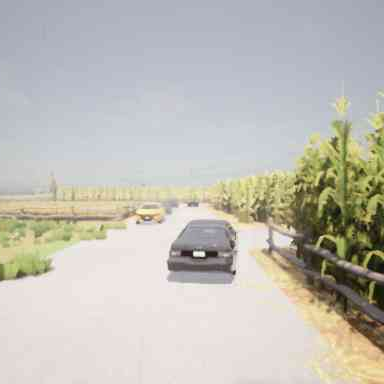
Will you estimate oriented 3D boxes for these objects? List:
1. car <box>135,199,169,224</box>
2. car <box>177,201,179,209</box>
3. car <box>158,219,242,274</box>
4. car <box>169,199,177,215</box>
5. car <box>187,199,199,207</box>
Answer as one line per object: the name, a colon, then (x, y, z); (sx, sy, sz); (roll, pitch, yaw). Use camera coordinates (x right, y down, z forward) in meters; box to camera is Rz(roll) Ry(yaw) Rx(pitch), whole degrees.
car: (-3.131, 1.562, 25.790); (1.882, 1.535, 5.008); (0, 0, 0)
car: (-3.015, 1.725, 49.311); (1.994, 1.385, 4.181); (0, 0, 1)
car: (0.561, 1.583, 10.700); (2.033, 1.411, 5.357); (0, 0, 9)
car: (-3.099, 1.666, 36.446); (2.033, 1.411, 5.357); (0, 0, 0)
car: (0.148, 1.778, 54.427); (1.895, 1.301, 4.718); (0, 0, 0)
